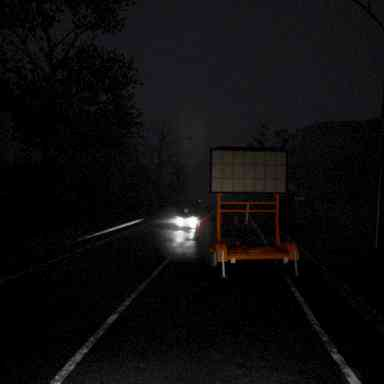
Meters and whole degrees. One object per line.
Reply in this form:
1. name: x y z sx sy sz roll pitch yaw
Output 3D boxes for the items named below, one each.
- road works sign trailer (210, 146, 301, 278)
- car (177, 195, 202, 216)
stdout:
1. road works sign trailer: 1.671 0.441 10.174 2.380 3.560 2.880 1 0 -7
2. car: -0.188 1.332 30.360 2.128 1.511 4.902 1 0 7
